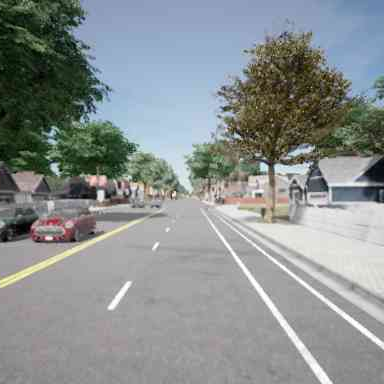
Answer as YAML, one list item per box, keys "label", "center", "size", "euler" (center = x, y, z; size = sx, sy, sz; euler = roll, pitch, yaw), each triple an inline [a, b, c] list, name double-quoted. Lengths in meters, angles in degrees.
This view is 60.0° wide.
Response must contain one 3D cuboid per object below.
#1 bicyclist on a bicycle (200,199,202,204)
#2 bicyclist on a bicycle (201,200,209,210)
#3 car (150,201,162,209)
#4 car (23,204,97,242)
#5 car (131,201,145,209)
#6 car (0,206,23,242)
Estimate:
- label: "bicyclist on a bicycle"
  center: [2.193, 2.458, 83.049]
  size: [0.582, 1.620, 1.656]
  euler: [0, -1, 0]
- label: "bicyclist on a bicycle"
  center: [2.218, 2.037, 49.630]
  size: [0.866, 1.612, 1.509]
  euler: [0, -1, 0]
- label: "car"
  center: [-6.542, 2.357, 60.877]
  size: [2.033, 1.411, 5.357]
  euler: [0, -1, 0]
- label: "car"
  center: [-6.612, 1.567, 17.614]
  size: [2.097, 1.767, 4.553]
  euler: [0, -1, 0]
- label: "car"
  center: [-9.793, 2.353, 60.875]
  size: [1.994, 1.385, 4.181]
  euler: [0, -1, 0]
- label: "car"
  center: [-9.861, 1.568, 17.612]
  size: [2.097, 1.767, 4.553]
  euler: [0, -1, 0]
